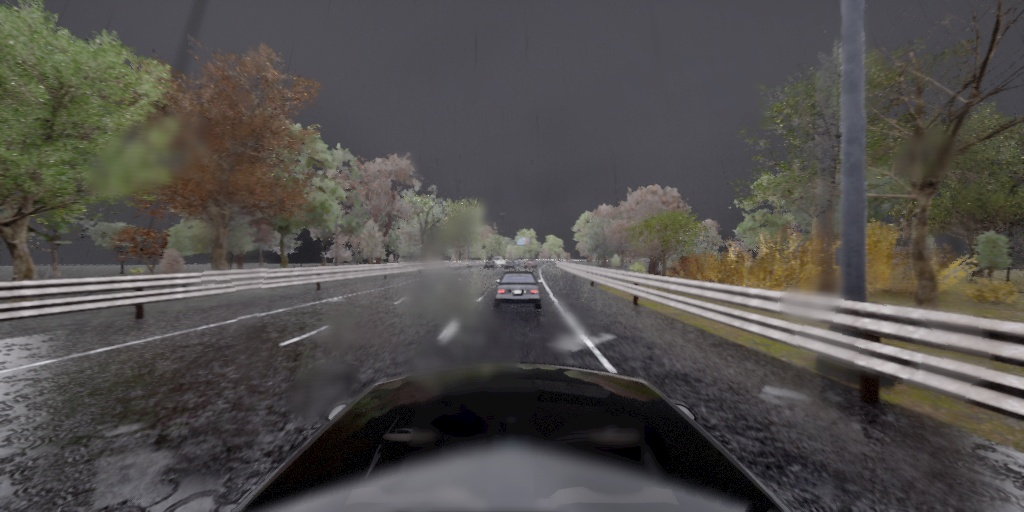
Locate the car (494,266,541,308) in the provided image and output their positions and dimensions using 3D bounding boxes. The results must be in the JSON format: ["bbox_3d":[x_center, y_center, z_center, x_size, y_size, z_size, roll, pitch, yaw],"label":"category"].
[{"bbox_3d":[0.292,1.354,15.478,2.033,1.411,5.357,0,0,2],"label":"car"}]

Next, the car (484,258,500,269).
[{"bbox_3d":[-3.769,1.518,63.812,1.837,1.490,4.892,0,0,6],"label":"car"}]

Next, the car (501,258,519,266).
[{"bbox_3d":[-0.282,1.525,63.514,1.837,1.490,4.892,0,0,6],"label":"car"}]

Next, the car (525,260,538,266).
[{"bbox_3d":[3.245,1.555,63.628,1.812,1.442,4.674,0,0,6],"label":"car"}]
